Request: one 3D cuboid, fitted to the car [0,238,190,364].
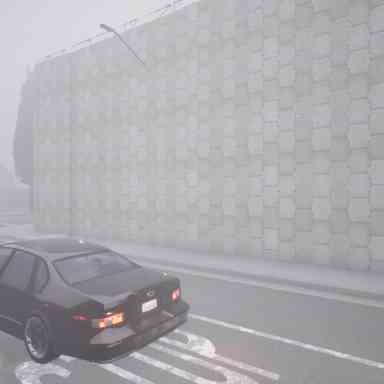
[{"bbox_3d":[-2.611,1.547,5.841,5.357,1.411,2.033,0,0,35],"label":"car"}]
